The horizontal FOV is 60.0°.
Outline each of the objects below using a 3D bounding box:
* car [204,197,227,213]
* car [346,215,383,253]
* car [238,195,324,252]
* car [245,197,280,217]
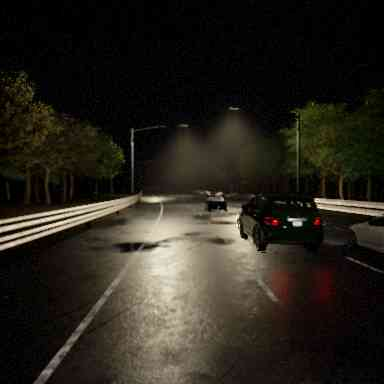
[{"bbox_3d":[2.296,1.201,33.304,2.128,1.511,4.902,0,1,-4],"label":"car"},{"bbox_3d":[6.911,1.430,10.950,1.812,1.442,4.674,0,0,-1],"label":"car"},{"bbox_3d":[3.342,1.108,13.498,2.150,2.045,5.566,0,0,-2],"label":"car"},{"bbox_3d":[6.080,1.249,29.277,1.837,1.490,4.892,0,1,-4],"label":"car"}]
